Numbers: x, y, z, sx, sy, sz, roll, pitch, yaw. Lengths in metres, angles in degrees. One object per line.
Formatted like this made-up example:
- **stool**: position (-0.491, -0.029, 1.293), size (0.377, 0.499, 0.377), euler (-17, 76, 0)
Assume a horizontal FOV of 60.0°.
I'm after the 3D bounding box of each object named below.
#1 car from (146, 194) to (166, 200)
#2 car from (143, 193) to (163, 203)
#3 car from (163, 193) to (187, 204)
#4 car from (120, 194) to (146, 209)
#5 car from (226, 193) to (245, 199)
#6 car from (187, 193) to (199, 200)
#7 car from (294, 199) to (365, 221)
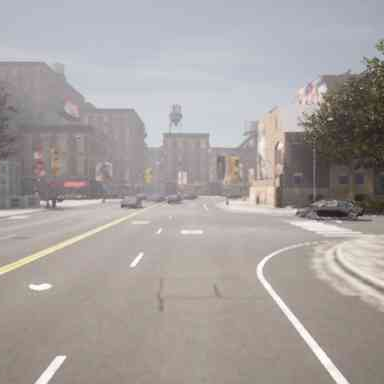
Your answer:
- **car**: position (-7.732, 1.050, 71.905), size (1.895, 1.301, 4.718), euler (0, 0, 30)
- **car**: position (-6.052, 0.930, 55.692), size (2.097, 1.767, 4.553), euler (0, 0, 11)
- **car**: position (-2.646, 1.136, 54.201), size (2.033, 1.411, 5.357), euler (0, 0, 9)
- **car**: position (-7.098, 1.249, 39.333), size (2.033, 1.411, 5.357), euler (0, 0, 0)
- **car**: position (10.337, 0.935, 79.696), size (5.357, 1.411, 2.033), euler (0, 1, -43)
- **car**: position (-0.953, 1.006, 70.484), size (2.033, 1.411, 5.357), euler (0, 0, 27)
- **car**: position (10.156, 1.303, 24.676), size (4.902, 1.511, 2.128), euler (0, 1, 5)
